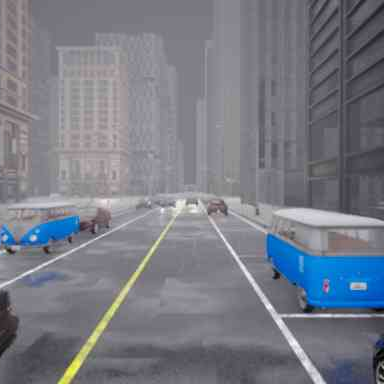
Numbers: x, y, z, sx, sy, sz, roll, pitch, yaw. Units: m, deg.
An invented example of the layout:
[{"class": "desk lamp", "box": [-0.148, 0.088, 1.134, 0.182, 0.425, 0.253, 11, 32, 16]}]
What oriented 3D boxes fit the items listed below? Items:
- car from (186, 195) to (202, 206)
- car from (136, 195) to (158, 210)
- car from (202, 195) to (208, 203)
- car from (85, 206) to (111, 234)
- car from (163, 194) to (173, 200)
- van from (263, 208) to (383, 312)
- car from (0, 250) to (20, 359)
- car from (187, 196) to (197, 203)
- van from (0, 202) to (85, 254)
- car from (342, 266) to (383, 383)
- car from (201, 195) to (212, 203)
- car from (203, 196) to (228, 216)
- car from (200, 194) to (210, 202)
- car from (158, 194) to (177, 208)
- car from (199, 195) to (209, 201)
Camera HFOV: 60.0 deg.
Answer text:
[{"class": "car", "box": [-0.004, 1.340, 50.140, 2.128, 1.511, 4.902, 0, 0, 0]}, {"class": "car", "box": [-5.773, 1.318, 41.203, 1.967, 1.590, 4.097, 0, 0, 0]}, {"class": "car", "box": [2.752, 1.425, 46.848, 1.947, 1.339, 4.313, 0, 0, 0]}, {"class": "car", "box": [-5.769, 1.491, 18.640, 1.887, 1.381, 4.507, 0, 0, 0]}, {"class": "car", "box": [-5.779, 1.285, 80.690, 2.008, 1.369, 4.403, 0, 0, 0]}, {"class": "van", "box": [2.758, 1.320, 7.363, 1.690, 1.788, 3.998, 0, 0, 0]}, {"class": "car", "box": [-3.102, 1.542, 1.881, 2.033, 1.411, 5.357, 0, 0, 0]}, {"class": "car", "box": [-0.011, 1.395, 66.189, 1.895, 1.301, 4.718, 0, 0, 0]}, {"class": "van", "box": [-5.769, 1.303, 12.999, 1.690, 1.788, 3.998, 0, 0, 0]}, {"class": "car", "box": [2.759, 1.561, 1.723, 1.947, 1.339, 4.313, 0, 0, 0]}, {"class": "car", "box": [2.750, 1.350, 63.770, 2.008, 1.369, 4.403, 0, 0, 0]}, {"class": "car", "box": [2.349, 1.412, 31.662, 1.837, 1.490, 4.892, 0, 0, 0]}, {"class": "car", "box": [2.748, 1.218, 69.411, 1.967, 1.590, 4.097, 0, 0, 0]}, {"class": "car", "box": [-3.095, 1.373, 44.438, 1.837, 1.490, 4.892, 0, 0, 0]}, {"class": "car", "box": [2.748, 1.307, 75.052, 2.008, 1.369, 4.403, 0, 0, 0]}]
